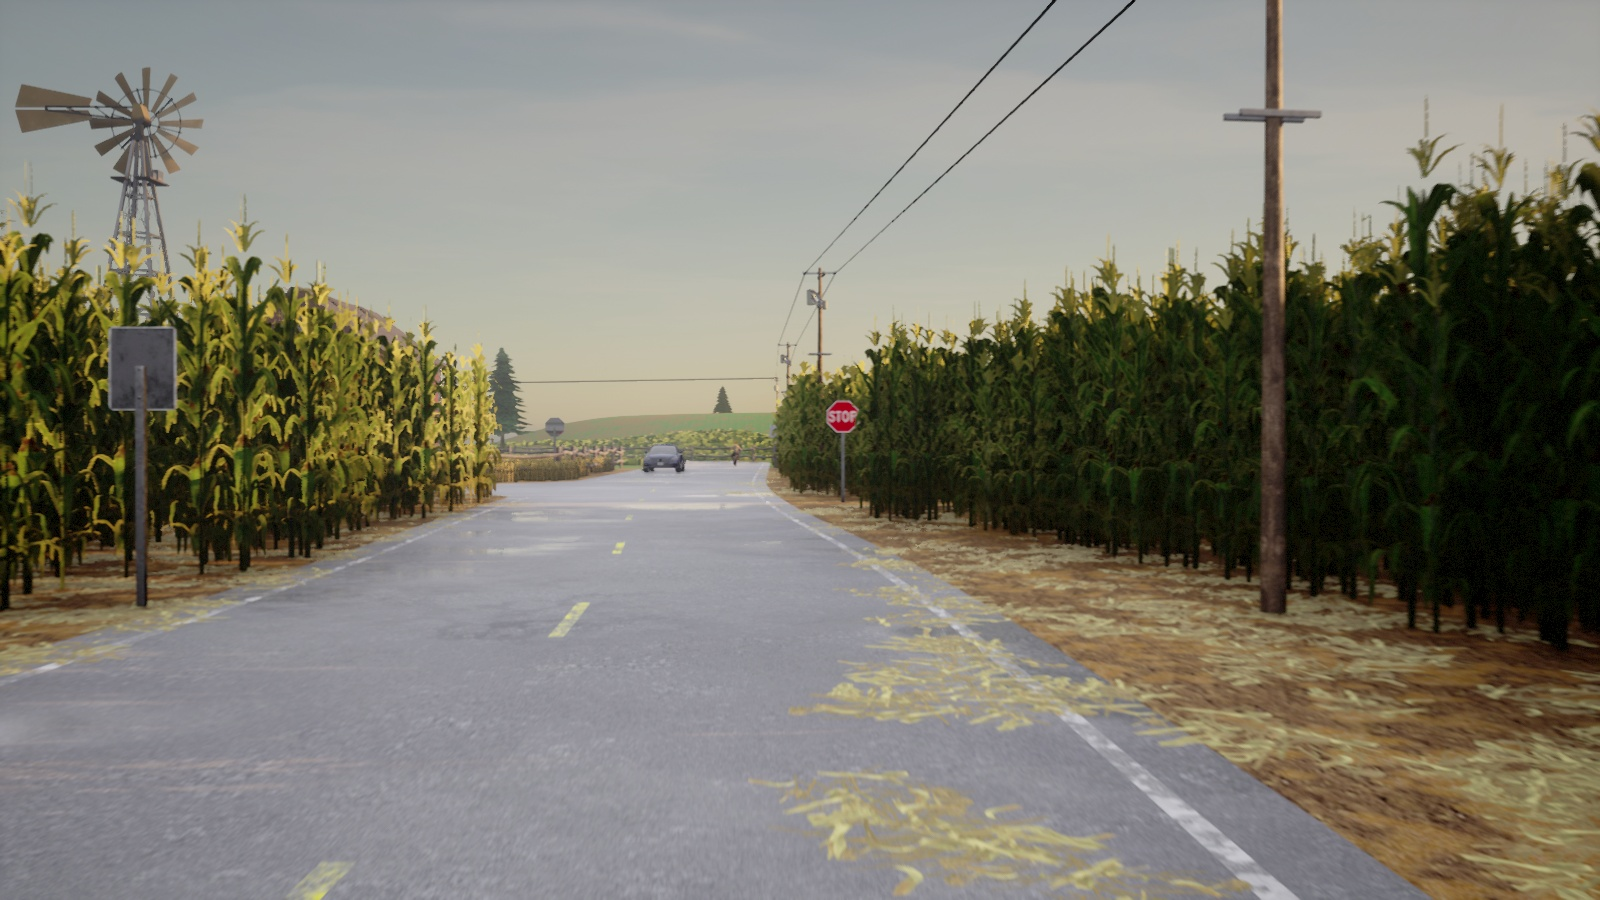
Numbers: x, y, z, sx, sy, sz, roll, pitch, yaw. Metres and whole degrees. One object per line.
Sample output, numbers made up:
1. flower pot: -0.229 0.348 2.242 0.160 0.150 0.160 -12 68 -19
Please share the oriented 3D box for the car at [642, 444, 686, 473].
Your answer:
1. car: -6.899 0.407 64.242 1.812 1.442 4.674 0 0 -1
